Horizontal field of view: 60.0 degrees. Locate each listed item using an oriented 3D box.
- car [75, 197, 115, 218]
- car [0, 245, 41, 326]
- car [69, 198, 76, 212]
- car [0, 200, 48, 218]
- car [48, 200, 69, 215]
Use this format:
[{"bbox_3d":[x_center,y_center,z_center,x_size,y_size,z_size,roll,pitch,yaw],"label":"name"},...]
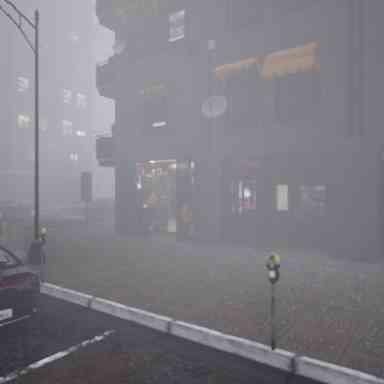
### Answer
[{"bbox_3d":[-6.594,1.337,26.871,1.895,1.301,4.718,0,1,36],"label":"car"},{"bbox_3d":[-4.518,1.553,6.091,4.403,1.369,2.008,0,0,35],"label":"car"},{"bbox_3d":[-8.193,1.218,30.046,1.837,1.490,4.892,0,1,35],"label":"car"},{"bbox_3d":[-14.092,1.357,26.096,2.008,1.369,4.403,1,1,35],"label":"car"},{"bbox_3d":[-11.005,1.257,30.523,1.752,1.417,4.829,1,1,35],"label":"car"}]
